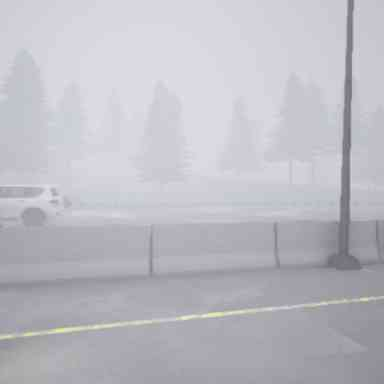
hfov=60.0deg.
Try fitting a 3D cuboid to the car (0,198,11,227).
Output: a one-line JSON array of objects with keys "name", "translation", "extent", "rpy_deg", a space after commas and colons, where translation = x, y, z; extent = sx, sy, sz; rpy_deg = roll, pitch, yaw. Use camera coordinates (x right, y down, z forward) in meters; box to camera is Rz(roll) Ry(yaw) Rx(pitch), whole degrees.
[{"name": "car", "translation": [-9.203, 1.062, 12.031], "extent": [4.181, 1.385, 1.994], "rpy_deg": [0, 2, -16]}]

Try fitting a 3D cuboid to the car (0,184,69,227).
[{"name": "car", "translation": [-8.977, 0.613, 15.728], "extent": [5.566, 2.045, 2.150], "rpy_deg": [0, 2, -16]}]

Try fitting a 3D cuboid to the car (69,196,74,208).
[{"name": "car", "translation": [-10.593, 0.657, 22.552], "extent": [4.902, 1.511, 2.128], "rpy_deg": [0, 2, -16]}]

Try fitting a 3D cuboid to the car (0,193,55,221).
[{"name": "car", "translation": [-10.420, 0.801, 18.962], "extent": [4.674, 1.442, 1.812], "rpy_deg": [0, 2, -16]}]
